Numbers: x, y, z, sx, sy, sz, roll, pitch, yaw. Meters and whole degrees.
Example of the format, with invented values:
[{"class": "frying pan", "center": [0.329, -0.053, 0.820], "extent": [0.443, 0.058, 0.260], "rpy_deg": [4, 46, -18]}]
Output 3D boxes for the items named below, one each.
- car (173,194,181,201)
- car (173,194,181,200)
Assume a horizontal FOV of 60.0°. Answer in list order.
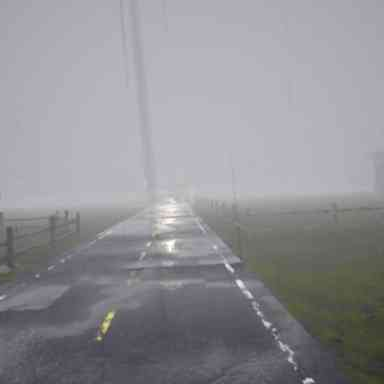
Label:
[{"class": "car", "center": [-3.656, 1.530, 82.585], "extent": [2.128, 1.511, 4.902], "rpy_deg": [-2, 0, -3]}, {"class": "car", "center": [-4.137, 1.408, 92.994], "extent": [2.128, 1.511, 4.902], "rpy_deg": [-2, 0, -3]}]
